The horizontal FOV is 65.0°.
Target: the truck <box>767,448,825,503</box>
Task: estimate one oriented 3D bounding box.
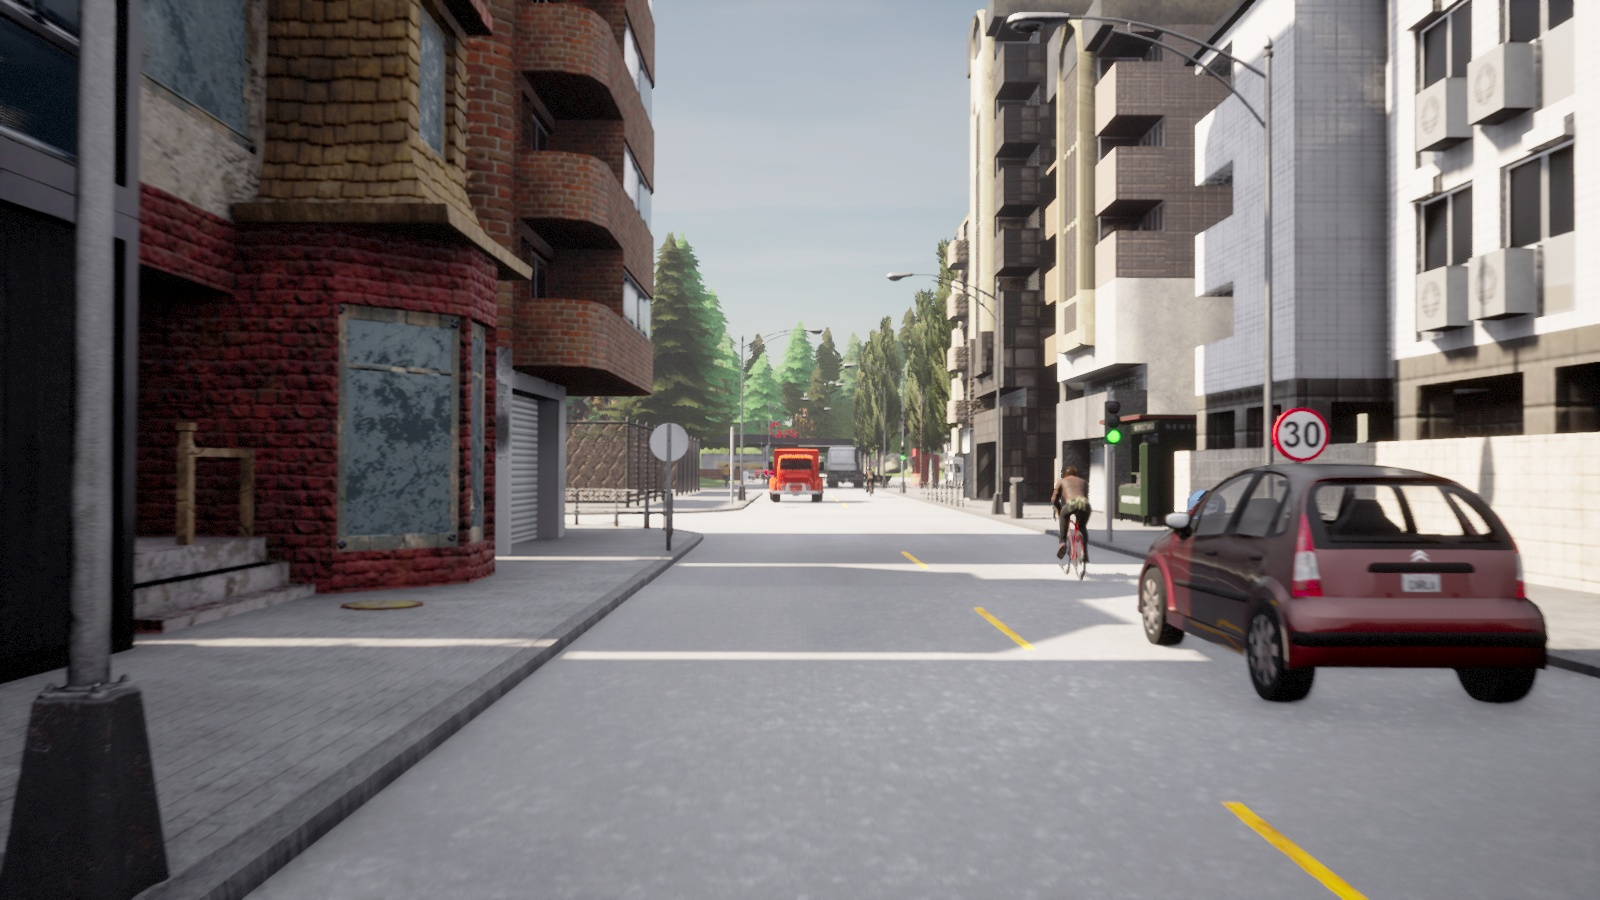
[{"bbox_3d":[-0.166,1.187,59.125,2.627,2.467,5.204,0,-1,0],"label":"truck"}]

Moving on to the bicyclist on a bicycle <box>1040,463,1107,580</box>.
[{"bbox_3d":[3.963,1.015,18.293,0.582,1.620,1.656,0,-1,0],"label":"bicyclist on a bicycle"}]

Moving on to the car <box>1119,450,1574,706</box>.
[{"bbox_3d":[3.976,0.839,9.974,1.851,1.617,3.988,0,-1,0],"label":"car"}]
